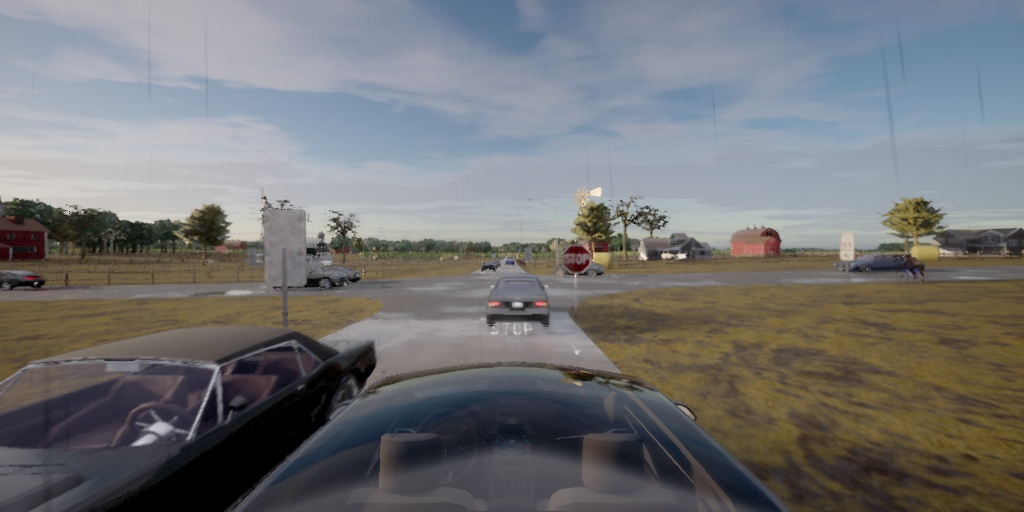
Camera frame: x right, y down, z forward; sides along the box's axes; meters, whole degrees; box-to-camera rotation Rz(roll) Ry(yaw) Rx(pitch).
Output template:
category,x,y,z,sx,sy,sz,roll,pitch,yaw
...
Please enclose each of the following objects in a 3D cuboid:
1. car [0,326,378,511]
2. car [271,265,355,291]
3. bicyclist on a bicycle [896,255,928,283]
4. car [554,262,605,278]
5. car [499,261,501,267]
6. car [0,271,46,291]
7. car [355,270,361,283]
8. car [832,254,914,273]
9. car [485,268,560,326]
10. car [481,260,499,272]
category,x,y,z,sx,sy,sz,roll,pitch,yaw
car,-2.794,1.350,2.710,1.895,1.301,4.718,0,0,0
car,-13.571,1.368,24.315,4.553,1.767,2.097,-1,1,0
bicyclist on a bicycle,22.837,0.739,20.494,0.582,1.620,1.656,-1,0,0
car,5.614,1.068,30.043,4.181,1.385,1.994,-1,2,29
car,-3.114,1.360,56.623,1.895,1.301,4.718,0,0,0
car,-39.574,1.918,27.962,4.892,1.490,1.837,-1,1,0
car,-14.059,1.515,28.021,4.181,1.385,1.994,-1,1,0
car,28.425,0.564,28.099,5.357,1.411,2.033,-1,1,0
car,0.243,1.292,11.650,2.033,1.411,5.357,0,0,2
car,-3.033,1.351,46.968,1.895,1.301,4.718,0,0,-1
